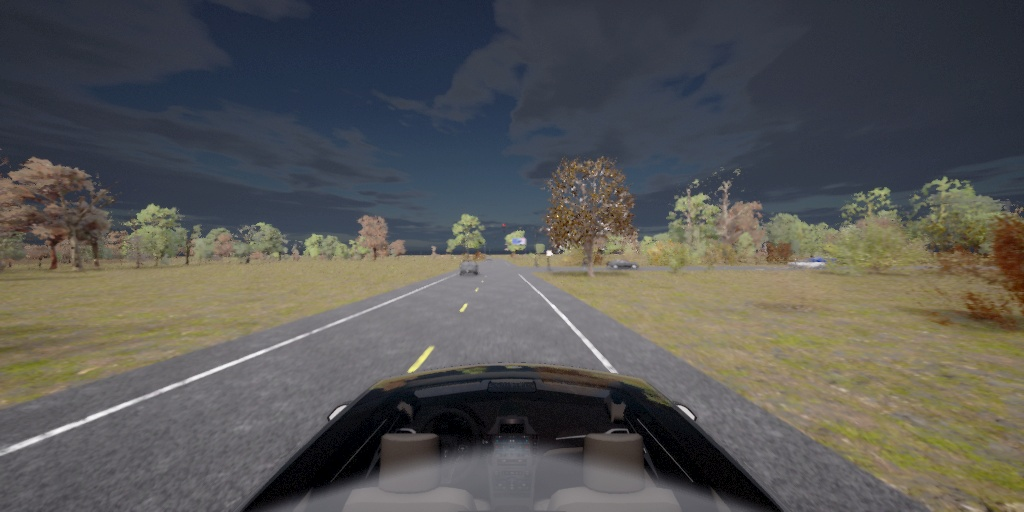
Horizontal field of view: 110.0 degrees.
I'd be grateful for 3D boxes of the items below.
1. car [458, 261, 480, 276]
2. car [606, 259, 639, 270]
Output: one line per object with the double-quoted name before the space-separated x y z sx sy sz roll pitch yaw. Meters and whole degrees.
"car" -4.453 1.290 37.801 1.837 1.490 4.892 0 0 -2
"car" 16.801 1.259 54.524 4.902 1.511 2.128 0 1 -2
